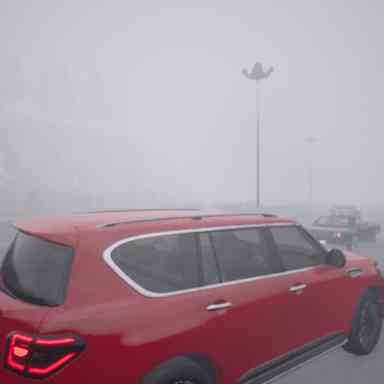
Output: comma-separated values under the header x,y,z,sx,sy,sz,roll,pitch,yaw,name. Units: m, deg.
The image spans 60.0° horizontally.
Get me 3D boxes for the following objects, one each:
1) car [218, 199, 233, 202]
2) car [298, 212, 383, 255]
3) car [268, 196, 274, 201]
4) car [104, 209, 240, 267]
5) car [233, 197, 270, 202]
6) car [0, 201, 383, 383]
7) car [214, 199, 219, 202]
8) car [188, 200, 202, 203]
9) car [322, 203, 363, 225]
x,y,z,sx,sy,sz,roll,pitch,yaw,name
5.488,1.816,42.890,1.895,1.301,4.718,0,0,26,car
6.681,1.671,14.639,1.895,1.301,4.718,0,0,45,car
18.025,1.790,77.360,2.128,1.511,4.902,0,0,9,car
-0.590,1.544,12.606,5.008,1.535,1.882,0,0,-40,car
6.962,1.683,38.420,2.128,1.511,4.902,0,0,29,car
0.429,1.245,4.363,5.566,2.045,2.150,0,0,-38,car
4.240,1.771,48.560,1.812,1.442,4.674,0,0,22,car
0.408,1.849,48.390,1.895,1.301,4.718,0,0,24,car
12.182,1.674,26.628,2.033,1.411,5.357,0,0,35,car
